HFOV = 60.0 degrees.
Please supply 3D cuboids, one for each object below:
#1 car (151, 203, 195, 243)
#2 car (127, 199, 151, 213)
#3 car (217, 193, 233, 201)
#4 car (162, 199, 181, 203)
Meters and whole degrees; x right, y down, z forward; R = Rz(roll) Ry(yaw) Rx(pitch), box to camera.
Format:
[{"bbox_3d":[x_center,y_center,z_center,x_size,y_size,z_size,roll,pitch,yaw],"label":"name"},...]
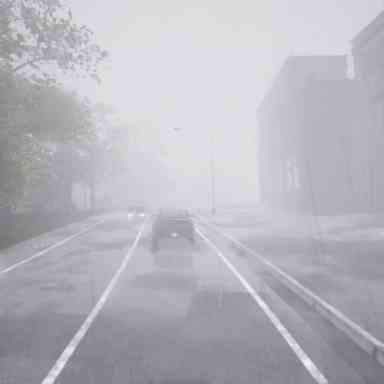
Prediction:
[{"bbox_3d":[-0.923,1.503,16.107,1.837,1.490,4.892,0,0,-5],"label":"car"},{"bbox_3d":[-5.583,1.460,35.500,2.033,1.411,5.357,0,0,0],"label":"car"},{"bbox_3d":[7.335,1.111,73.868,1.837,1.490,4.892,-4,-1,34],"label":"car"},{"bbox_3d":[-2.114,1.432,34.173,1.812,1.442,4.674,0,0,0],"label":"car"}]
